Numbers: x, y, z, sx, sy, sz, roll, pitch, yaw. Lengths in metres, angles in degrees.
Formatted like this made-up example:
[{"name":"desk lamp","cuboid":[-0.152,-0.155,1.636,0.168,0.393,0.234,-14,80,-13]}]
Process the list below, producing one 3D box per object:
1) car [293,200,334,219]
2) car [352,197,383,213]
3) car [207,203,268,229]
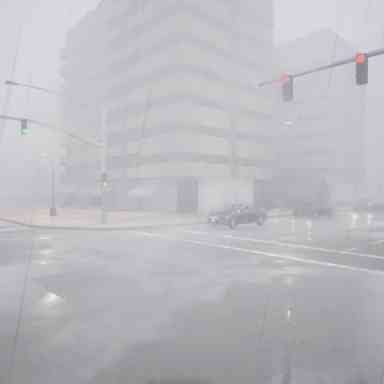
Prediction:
[{"name":"car","cuboid":[10.767,1.532,29.275,4.892,1.490,1.837,0,0,-43]},{"name":"car","cuboid":[19.956,1.378,37.661,4.553,1.767,2.097,0,0,-42]},{"name":"car","cuboid":[3.113,1.520,22.272,4.902,1.511,2.128,0,0,-42]}]
